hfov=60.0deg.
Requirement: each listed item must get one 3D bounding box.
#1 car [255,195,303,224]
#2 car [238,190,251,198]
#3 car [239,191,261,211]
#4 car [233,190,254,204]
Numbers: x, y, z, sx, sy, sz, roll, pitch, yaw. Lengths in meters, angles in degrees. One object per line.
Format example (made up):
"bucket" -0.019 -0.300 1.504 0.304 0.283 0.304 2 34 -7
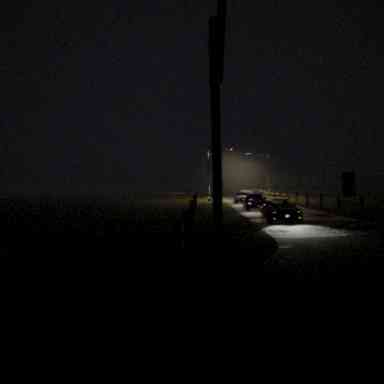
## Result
"car" 5.476 1.137 20.826 1.994 1.385 4.181 -2 1 2
"car" 9.543 0.320 60.719 1.895 1.301 4.718 -2 1 2
"car" 5.775 0.904 30.835 1.812 1.442 4.674 -2 1 2
"car" 6.095 0.706 40.983 1.812 1.442 4.674 -2 1 2
